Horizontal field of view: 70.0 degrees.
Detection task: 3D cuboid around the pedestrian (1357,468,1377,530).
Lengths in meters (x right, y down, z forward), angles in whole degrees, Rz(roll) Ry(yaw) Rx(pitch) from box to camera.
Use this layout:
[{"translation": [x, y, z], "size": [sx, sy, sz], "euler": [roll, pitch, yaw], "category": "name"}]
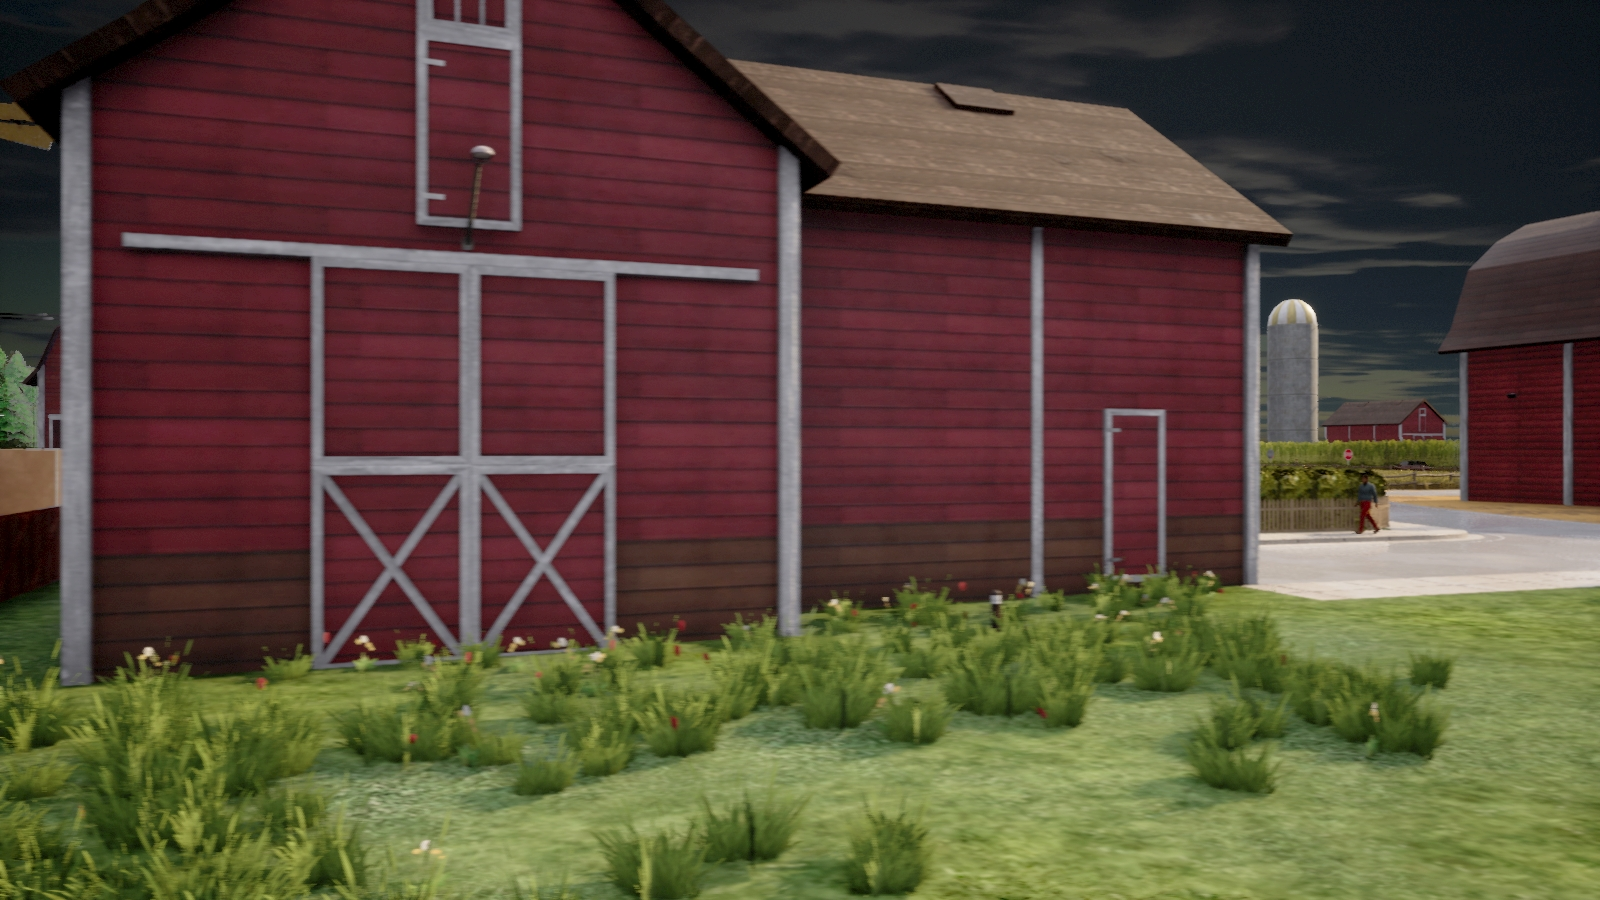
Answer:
[{"translation": [17.029, 1.465, 34.303], "size": [0.375, 1.860, 0.375], "euler": [0, 0, -22], "category": "pedestrian"}]
